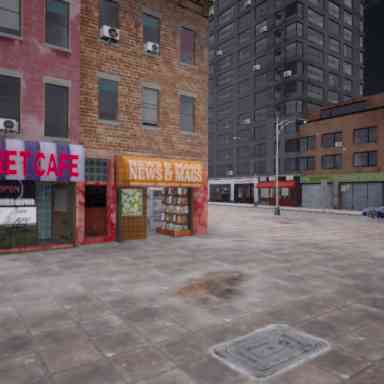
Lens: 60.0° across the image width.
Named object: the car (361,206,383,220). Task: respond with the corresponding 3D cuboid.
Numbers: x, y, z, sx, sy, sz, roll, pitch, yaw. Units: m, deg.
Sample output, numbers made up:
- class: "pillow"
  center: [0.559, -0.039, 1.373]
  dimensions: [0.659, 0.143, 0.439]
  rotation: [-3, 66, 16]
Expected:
- class: "car"
  center: [14.923, 1.378, 23.435]
  dimensions: [2.033, 1.411, 5.357]
  rotation: [1, 1, -35]
